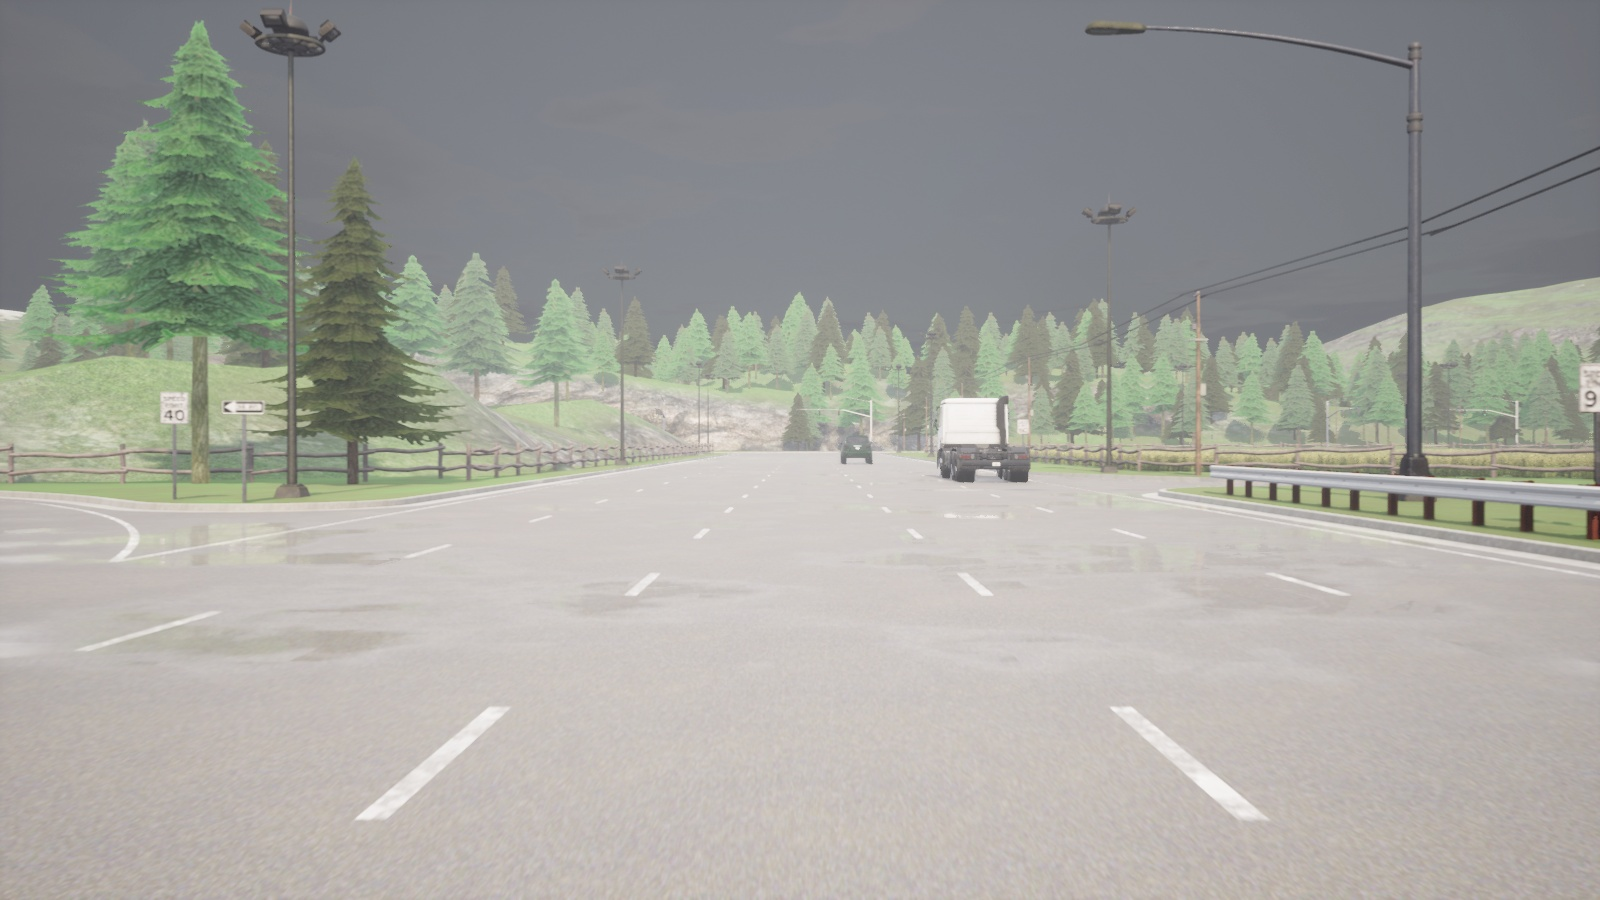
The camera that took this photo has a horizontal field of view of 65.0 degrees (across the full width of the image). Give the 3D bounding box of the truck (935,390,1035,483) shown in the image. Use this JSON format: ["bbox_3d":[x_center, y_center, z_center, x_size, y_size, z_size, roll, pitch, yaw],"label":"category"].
[{"bbox_3d":[7.302,-0.514,50.559,2.891,3.462,7.936,0,0,0],"label":"truck"}]

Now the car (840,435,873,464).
[{"bbox_3d":[4.025,-0.040,90.291,2.150,2.045,5.566,0,0,0],"label":"car"}]
